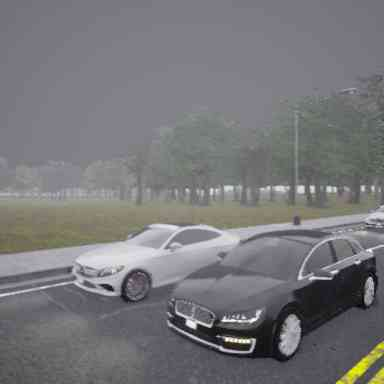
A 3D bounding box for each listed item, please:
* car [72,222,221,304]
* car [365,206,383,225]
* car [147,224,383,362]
[{"bbox_3d":[-0.564,1.512,8.340,4.674,1.442,1.812,0,0,-43],"label":"car"},{"bbox_3d":[12.180,1.539,20.251,4.674,1.442,1.812,0,0,-43],"label":"car"},{"bbox_3d":[1.763,1.502,6.066,4.892,1.490,1.837,0,0,-43],"label":"car"}]
